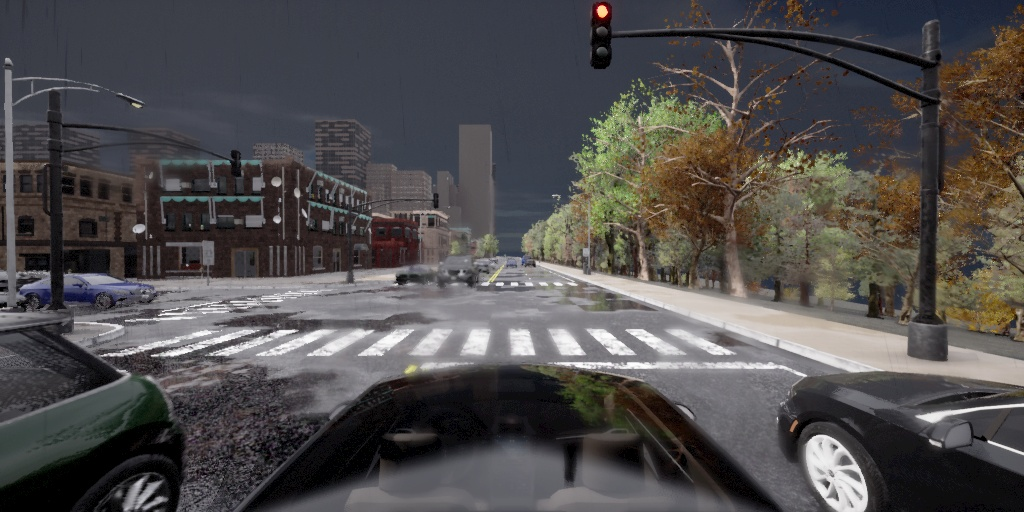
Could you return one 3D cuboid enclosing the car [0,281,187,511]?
[{"bbox_3d":[-3.347,1.102,0.558,2.097,1.767,4.553,0,0,0],"label":"car"}]

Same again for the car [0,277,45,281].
[{"bbox_3d":[-19.973,1.565,12.631,4.313,1.339,1.948,0,0,0],"label":"car"}]

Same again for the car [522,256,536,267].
[{"bbox_3d":[3.203,1.231,63.655,1.837,1.490,4.892,0,0,0],"label":"car"}]

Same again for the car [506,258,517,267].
[{"bbox_3d":[-0.047,1.274,63.953,2.033,1.411,5.357,0,0,0],"label":"car"}]

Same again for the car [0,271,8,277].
[{"bbox_3d":[-27.527,1.504,18.490,5.008,1.535,1.882,-1,1,0],"label":"car"}]

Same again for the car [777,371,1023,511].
[{"bbox_3d":[3.366,1.255,1.255,1.837,1.490,4.892,0,0,-2],"label":"car"}]

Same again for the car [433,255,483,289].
[{"bbox_3d":[-3.406,0.967,23.675,2.150,2.045,5.566,0,0,0],"label":"car"}]

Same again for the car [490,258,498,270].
[{"bbox_3d":[-3.462,1.333,52.093,1.895,1.301,4.718,0,0,0],"label":"car"}]

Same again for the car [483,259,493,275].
[{"bbox_3d":[-3.438,1.302,38.594,1.994,1.385,4.181,0,0,0],"label":"car"}]

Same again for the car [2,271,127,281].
[{"bbox_3d":[-18.095,1.476,15.371,4.674,1.442,1.812,-1,1,-1],"label":"car"}]

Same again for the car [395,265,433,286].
[{"bbox_3d":[-6.657,1.345,25.324,1.895,1.301,4.718,0,0,0],"label":"car"}]
